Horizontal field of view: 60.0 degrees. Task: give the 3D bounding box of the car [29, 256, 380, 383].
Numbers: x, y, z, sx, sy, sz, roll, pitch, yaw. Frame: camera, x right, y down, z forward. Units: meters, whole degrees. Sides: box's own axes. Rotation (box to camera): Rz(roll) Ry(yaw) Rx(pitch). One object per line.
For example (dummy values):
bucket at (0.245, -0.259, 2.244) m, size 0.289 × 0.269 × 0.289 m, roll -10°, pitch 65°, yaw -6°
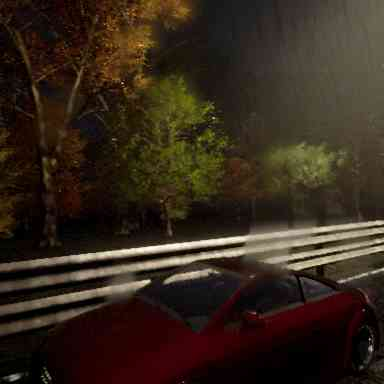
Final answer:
car at (0.376, 1.546, 3.949) m, size 4.181 × 1.385 × 1.994 m, roll 0°, pitch 0°, yaw -35°
